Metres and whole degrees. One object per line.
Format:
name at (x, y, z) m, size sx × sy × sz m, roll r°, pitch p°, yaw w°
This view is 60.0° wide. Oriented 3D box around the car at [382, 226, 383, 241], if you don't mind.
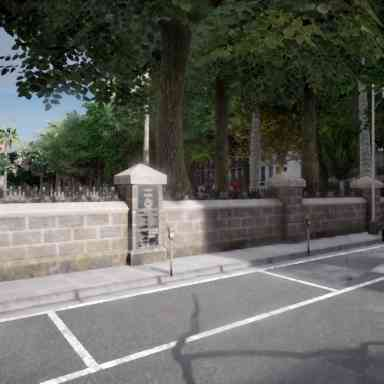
car at (9.737, 1.310, 13.485) m, size 5.009 × 1.841 × 2.192 m, roll 0°, pitch 0°, yaw -36°
